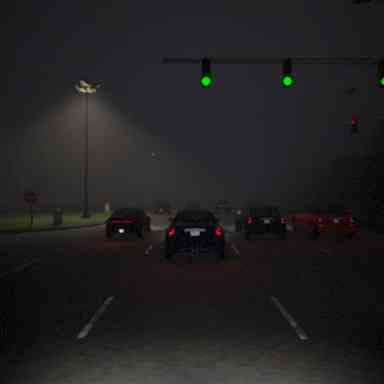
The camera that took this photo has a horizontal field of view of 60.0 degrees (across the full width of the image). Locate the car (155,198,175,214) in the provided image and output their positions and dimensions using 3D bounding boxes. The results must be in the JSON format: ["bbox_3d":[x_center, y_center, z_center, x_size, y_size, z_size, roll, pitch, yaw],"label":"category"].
[{"bbox_3d":[-3.387,1.731,39.120,1.837,1.490,4.892,0,0,0],"label":"car"}]

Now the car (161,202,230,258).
[{"bbox_3d":[0.105,1.428,13.235,2.097,1.767,4.553,0,0,0],"label":"car"}]

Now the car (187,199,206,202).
[{"bbox_3d":[0.112,1.748,34.822,2.033,1.411,5.357,0,0,0],"label":"car"}]

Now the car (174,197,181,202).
[{"bbox_3d":[-3.475,1.906,74.339,1.882,1.535,5.008,0,0,0],"label":"car"}]

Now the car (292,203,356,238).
[{"bbox_3d":[7.108,1.460,18.505,2.097,1.767,4.553,0,0,0],"label":"car"}]

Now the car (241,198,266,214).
[{"bbox_3d":[7.114,1.577,39.066,2.097,1.767,4.553,0,0,0],"label":"car"}]

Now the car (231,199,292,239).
[{"bbox_3d":[3.607,1.458,18.138,2.097,1.767,4.553,0,0,0],"label":"car"}]

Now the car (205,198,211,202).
[{"bbox_3d":[3.526,1.971,74.753,2.033,1.411,5.357,0,0,0],"label":"car"}]

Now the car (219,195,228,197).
[{"bbox_3d":[7.025,1.654,74.367,2.150,2.045,5.566,0,0,0],"label":"car"}]

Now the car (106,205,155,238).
[{"bbox_3d":[-3.393,1.612,18.391,1.837,1.490,4.892,0,0,0],"label":"car"}]

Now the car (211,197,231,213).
[{"bbox_3d":[3.616,1.735,39.842,1.837,1.490,4.892,0,0,0],"label":"car"}]
